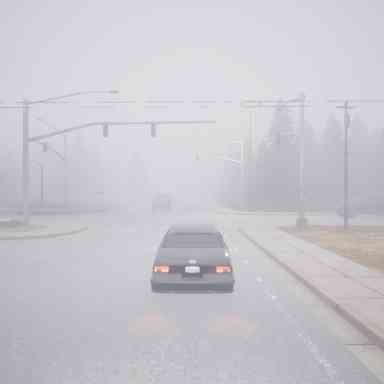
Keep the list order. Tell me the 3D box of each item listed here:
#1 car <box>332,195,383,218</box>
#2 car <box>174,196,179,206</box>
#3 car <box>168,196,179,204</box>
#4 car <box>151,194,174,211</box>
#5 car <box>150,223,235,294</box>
[{"bbox_3d":[15.531,1.248,29.618,5.566,2.045,2.150,0,0,1],"label":"car"},{"bbox_3d":[-3.700,1.351,54.192,2.097,1.767,4.553,0,0,0],"label":"car"},{"bbox_3d":[-3.588,1.525,65.373,1.812,1.442,4.674,0,0,1],"label":"car"},{"bbox_3d":[-3.695,1.221,40.741,2.150,2.045,5.566,0,0,0],"label":"car"},{"bbox_3d":[0.029,1.545,8.963,2.033,1.411,5.357,0,0,0],"label":"car"}]
